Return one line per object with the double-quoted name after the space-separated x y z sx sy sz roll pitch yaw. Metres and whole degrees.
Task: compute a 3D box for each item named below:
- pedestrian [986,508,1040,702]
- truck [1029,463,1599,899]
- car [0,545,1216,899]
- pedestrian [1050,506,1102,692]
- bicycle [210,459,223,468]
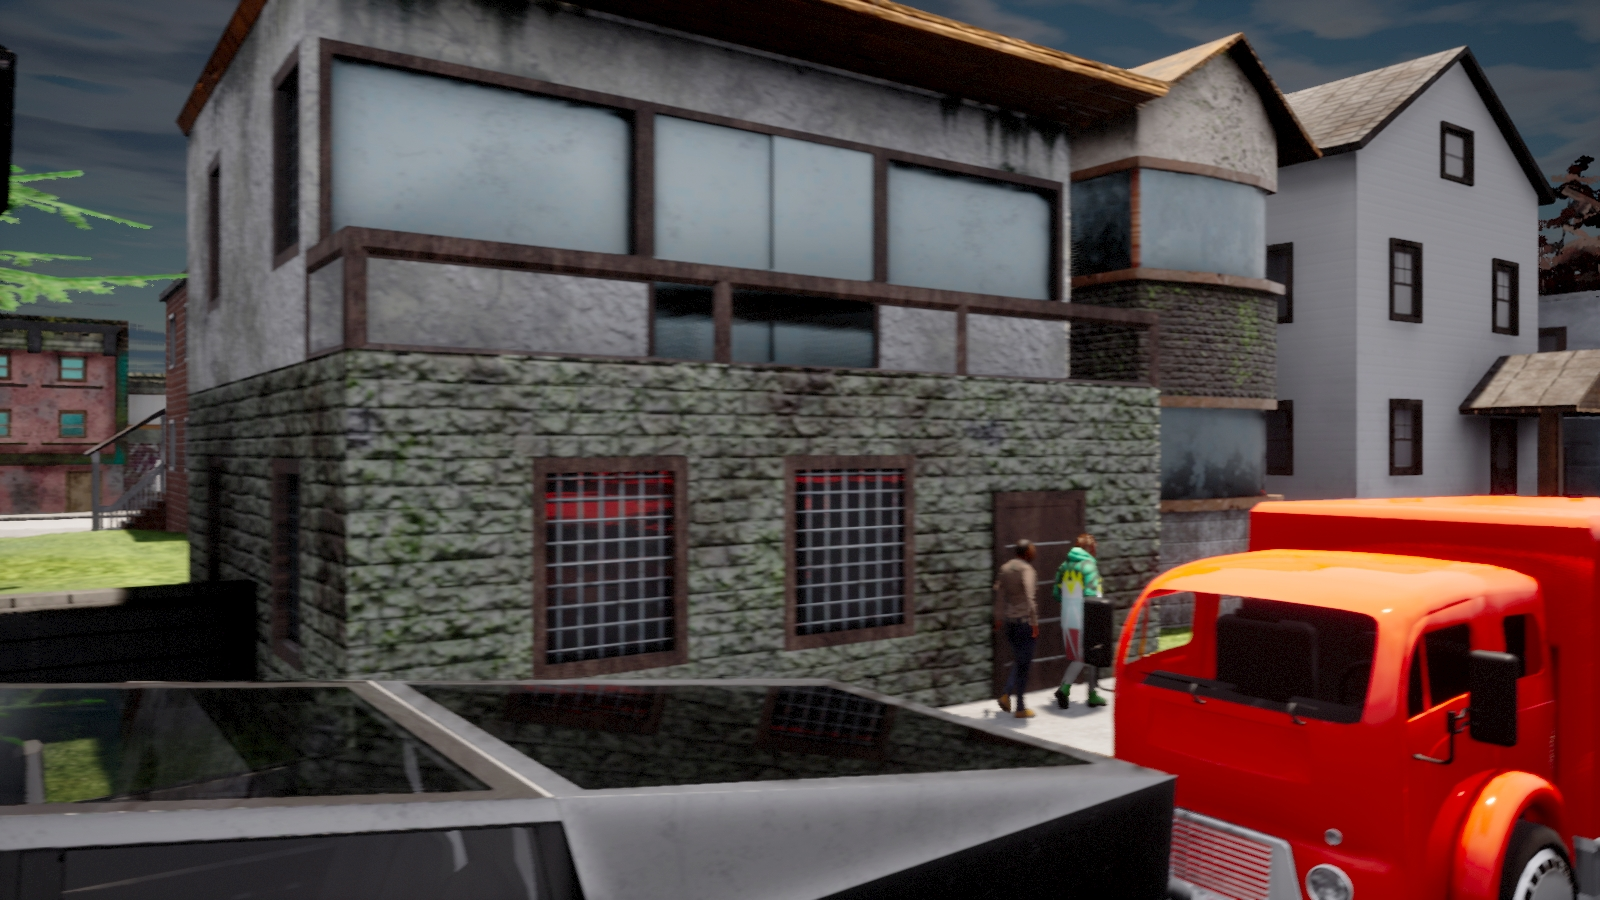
2.123 1.525 11.383 0.375 1.860 0.375 0 0 -32 "pedestrian"
4.285 1.348 7.386 5.204 2.467 2.627 0 0 -35 "truck"
-1.844 1.534 3.081 6.274 2.098 2.390 0 0 -35 "car"
2.865 1.524 11.863 0.375 1.860 0.375 0 0 -33 "pedestrian"
-83.196 1.936 162.976 1.643 1.296 0.373 0 0 -35 "bicycle"
